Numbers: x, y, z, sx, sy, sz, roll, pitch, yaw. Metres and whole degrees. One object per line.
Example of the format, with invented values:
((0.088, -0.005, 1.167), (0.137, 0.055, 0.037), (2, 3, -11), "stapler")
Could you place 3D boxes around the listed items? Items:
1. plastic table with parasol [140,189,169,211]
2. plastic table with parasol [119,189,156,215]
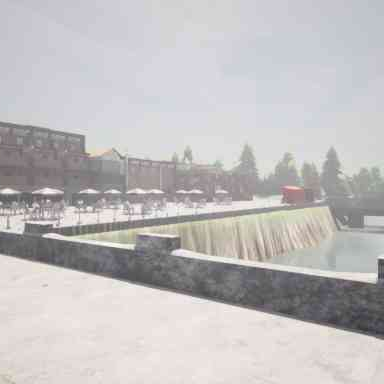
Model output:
((-4.571, 0.925, 40.219), (2.482, 2.480, 2.482), (0, 0, 35), "plastic table with parasol")
((-5.329, 0.925, 32.530), (2.482, 2.480, 2.482), (0, 0, 35), "plastic table with parasol")
